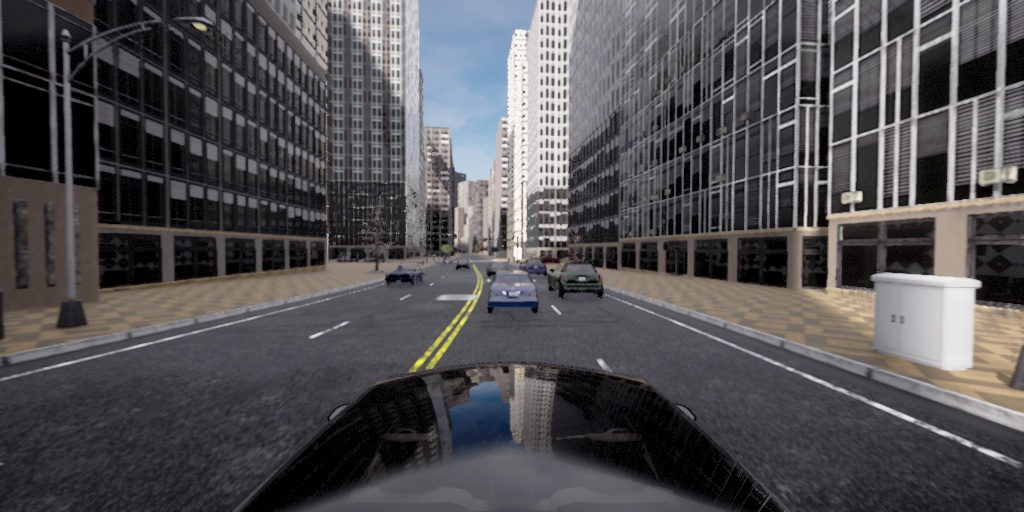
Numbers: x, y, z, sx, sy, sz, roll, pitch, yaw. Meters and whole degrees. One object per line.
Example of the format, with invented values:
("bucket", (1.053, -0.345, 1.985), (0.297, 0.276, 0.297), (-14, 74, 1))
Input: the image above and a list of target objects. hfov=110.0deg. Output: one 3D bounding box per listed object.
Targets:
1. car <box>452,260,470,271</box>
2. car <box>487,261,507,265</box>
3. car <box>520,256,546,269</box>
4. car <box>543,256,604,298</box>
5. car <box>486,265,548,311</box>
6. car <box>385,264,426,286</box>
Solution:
("car", (-6.265, 1.168, 45.898), (1.895, 1.301, 4.718), (0, 0, -7))
("car", (-1.449, 1.187, 34.362), (1.994, 1.385, 4.181), (0, 0, -6))
("car", (1.881, 0.982, 33.750), (2.097, 1.767, 4.553), (0, 0, -6))
("car", (3.081, 1.050, 18.315), (2.097, 1.767, 4.553), (0, 0, -2))
("car", (-0.015, 1.254, 14.055), (2.033, 1.411, 5.357), (0, 0, -1))
("car", (-7.192, 1.252, 24.492), (1.895, 1.301, 4.718), (0, 0, -4))
